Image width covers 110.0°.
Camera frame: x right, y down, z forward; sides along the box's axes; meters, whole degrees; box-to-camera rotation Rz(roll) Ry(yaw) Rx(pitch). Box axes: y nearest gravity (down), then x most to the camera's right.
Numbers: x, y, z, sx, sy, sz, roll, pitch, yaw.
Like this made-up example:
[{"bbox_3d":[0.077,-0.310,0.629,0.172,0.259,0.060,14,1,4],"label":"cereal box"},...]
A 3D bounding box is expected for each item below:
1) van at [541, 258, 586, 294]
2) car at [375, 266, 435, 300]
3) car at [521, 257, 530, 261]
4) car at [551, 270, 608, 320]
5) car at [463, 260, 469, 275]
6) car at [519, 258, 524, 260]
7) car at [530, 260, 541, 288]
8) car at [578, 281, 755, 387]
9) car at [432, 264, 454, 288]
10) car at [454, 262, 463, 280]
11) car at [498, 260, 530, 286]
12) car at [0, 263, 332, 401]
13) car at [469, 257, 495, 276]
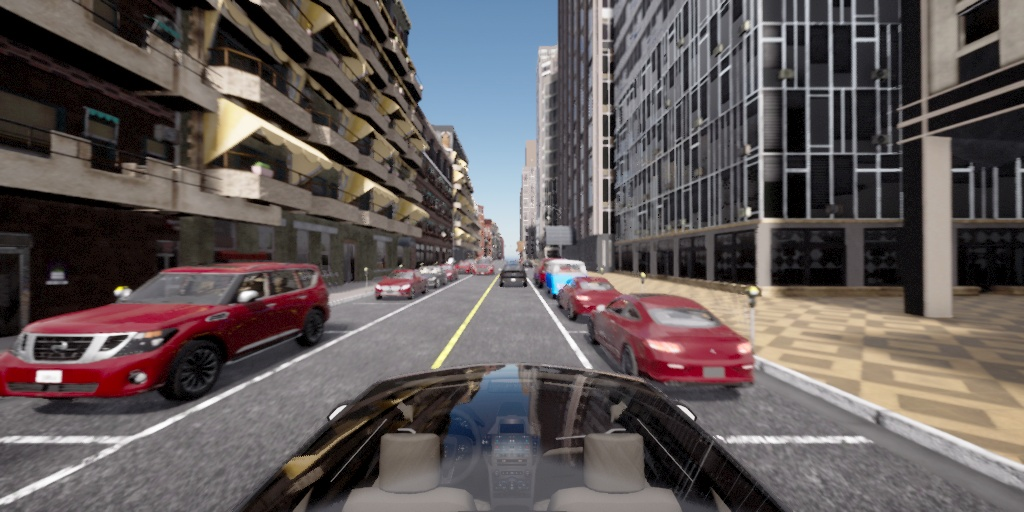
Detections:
[{"bbox_3d":[2.564,1.086,17.708,1.690,1.789,3.998,0,0,0],"label":"van"},{"bbox_3d":[-5.317,1.326,17.697,1.802,1.307,4.207,0,0,0],"label":"car"},{"bbox_3d":[2.555,1.336,61.993,1.948,1.339,4.313,0,0,0],"label":"car"},{"bbox_3d":[2.565,1.327,12.175,1.802,1.307,4.207,0,0,0],"label":"car"},{"bbox_3d":[-5.321,1.294,39.841,1.888,1.381,4.507,0,0,0],"label":"car"},{"bbox_3d":[0.070,1.255,39.850,1.837,1.490,4.892,0,0,0],"label":"car"},{"bbox_3d":[2.562,1.060,23.244,2.192,1.841,5.009,0,0,0],"label":"car"},{"bbox_3d":[2.566,1.329,6.639,1.802,1.307,4.207,0,0,0],"label":"car"},{"bbox_3d":[-5.318,1.295,23.232,2.007,1.370,4.403,0,0,0],"label":"car"},{"bbox_3d":[-5.319,1.327,28.769,1.802,1.307,4.207,0,0,0],"label":"car"},{"bbox_3d":[0.091,1.250,25.038,1.837,1.490,4.892,0,0,0],"label":"car"},{"bbox_3d":[-5.315,1.062,6.626,2.192,1.841,5.009,0,0,0],"label":"car"},{"bbox_3d":[-2.845,1.100,36.867,2.097,1.767,4.553,0,0,0],"label":"car"}]
